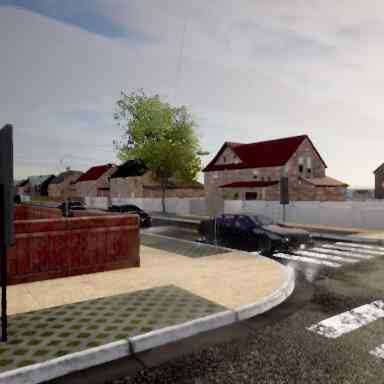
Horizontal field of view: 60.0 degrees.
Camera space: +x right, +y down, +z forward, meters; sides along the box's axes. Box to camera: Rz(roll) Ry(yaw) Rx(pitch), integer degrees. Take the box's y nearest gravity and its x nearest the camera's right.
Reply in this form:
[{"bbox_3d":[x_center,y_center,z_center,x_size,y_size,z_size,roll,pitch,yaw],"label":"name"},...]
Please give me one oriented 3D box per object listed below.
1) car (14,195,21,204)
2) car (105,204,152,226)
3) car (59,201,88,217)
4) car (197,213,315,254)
[{"bbox_3d":[-41.417,1.641,77.554,2.150,2.045,5.566,-1,0,-37],"label":"car"},{"bbox_3d":[-4.668,1.630,23.718,1.837,1.490,4.892,-1,0,-37],"label":"car"},{"bbox_3d":[-12.064,1.694,33.612,1.837,1.490,4.892,-1,0,-37],"label":"car"},{"bbox_3d":[2.430,1.609,14.235,2.033,1.411,5.357,-1,0,-37],"label":"car"}]
